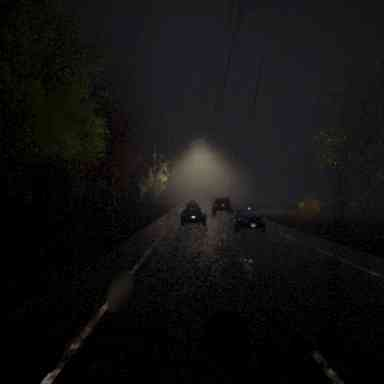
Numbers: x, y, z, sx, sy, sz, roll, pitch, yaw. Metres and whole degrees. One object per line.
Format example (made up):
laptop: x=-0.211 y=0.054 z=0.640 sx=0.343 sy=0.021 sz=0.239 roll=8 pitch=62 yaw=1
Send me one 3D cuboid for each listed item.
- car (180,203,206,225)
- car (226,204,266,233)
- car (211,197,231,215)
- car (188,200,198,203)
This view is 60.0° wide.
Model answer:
car: x=0.104 y=1.839 z=26.529 sx=1.994 sy=1.385 sz=4.181 roll=0 pitch=-1 yaw=0
car: x=3.516 y=1.747 z=21.334 sx=1.812 sy=1.442 sz=4.674 roll=0 pitch=0 yaw=0
car: x=3.588 y=1.640 z=40.579 sx=2.150 sy=2.045 sz=5.566 roll=0 pitch=0 yaw=0
car: x=0.108 y=2.009 z=49.472 sx=1.837 sy=1.490 sz=4.892 roll=0 pitch=0 yaw=0
